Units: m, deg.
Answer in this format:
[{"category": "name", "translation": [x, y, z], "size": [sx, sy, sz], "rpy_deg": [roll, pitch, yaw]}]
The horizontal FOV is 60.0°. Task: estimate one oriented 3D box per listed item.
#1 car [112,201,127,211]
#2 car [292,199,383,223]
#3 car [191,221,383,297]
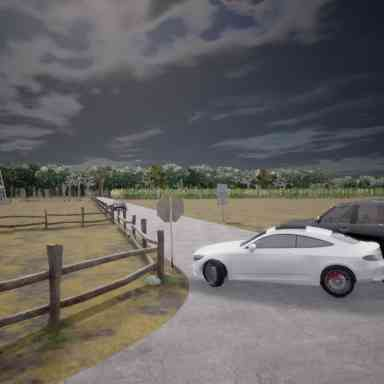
[{"category": "car", "translation": [-10.849, 1.983, 49.470], "size": [2.033, 1.411, 5.357], "rpy_deg": [-2, 0, -18]}, {"category": "car", "translation": [5.105, 1.229, 9.819], "size": [2.150, 2.045, 5.566], "rpy_deg": [-2, 0, -40]}, {"category": "car", "translation": [2.280, 1.613, 8.528], "size": [4.674, 1.442, 1.812], "rpy_deg": [-2, 0, 21]}]
